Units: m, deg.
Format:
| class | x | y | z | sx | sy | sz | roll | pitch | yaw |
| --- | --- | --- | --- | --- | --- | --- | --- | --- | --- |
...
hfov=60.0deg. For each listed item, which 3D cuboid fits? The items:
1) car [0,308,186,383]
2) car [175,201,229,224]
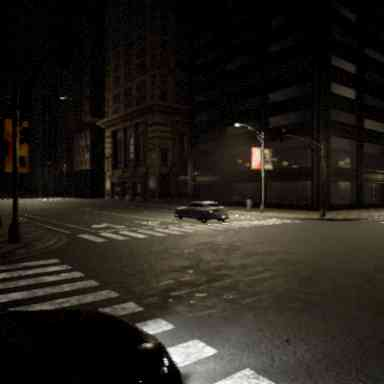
| class | x | y | z | sx | sy | sz | roll | pitch | yaw |
| --- | --- | --- | --- | --- | --- | --- | --- | --- | --- |
| car | -2.047 | 1.543 | 2.324 | 4.181 | 1.385 | 1.994 | 0 | 0 | -41 |
| car | 0.641 | 1.355 | 23.276 | 1.812 | 1.442 | 4.674 | 0 | 0 | -37 |
